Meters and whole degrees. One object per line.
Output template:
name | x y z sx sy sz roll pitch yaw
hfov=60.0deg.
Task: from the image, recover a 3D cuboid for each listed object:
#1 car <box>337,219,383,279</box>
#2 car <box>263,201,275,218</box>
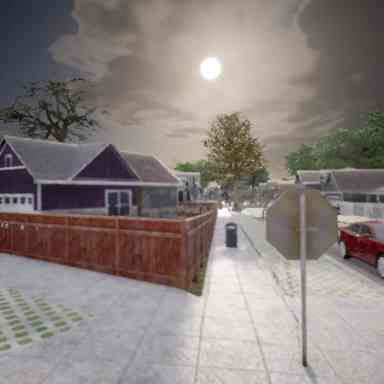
car | 6.396 1.693 10.880 1.882 1.535 5.008 -1 -1 5
car | 8.241 1.987 33.172 1.837 1.490 4.892 -1 -1 5
